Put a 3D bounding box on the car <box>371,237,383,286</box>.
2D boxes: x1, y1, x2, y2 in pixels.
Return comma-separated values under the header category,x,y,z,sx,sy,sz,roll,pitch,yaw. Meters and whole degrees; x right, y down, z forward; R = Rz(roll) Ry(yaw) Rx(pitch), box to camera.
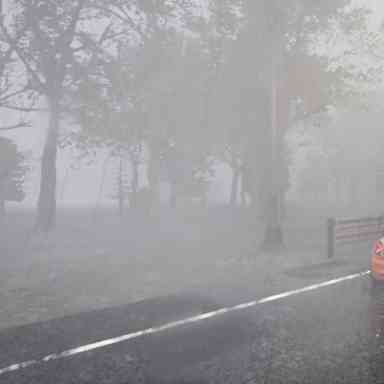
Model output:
category,x,y,z,sx,sy,sz,roll,pitch,yaw
car,6.407,1.344,8.118,4.553,1.767,2.097,0,0,-35
